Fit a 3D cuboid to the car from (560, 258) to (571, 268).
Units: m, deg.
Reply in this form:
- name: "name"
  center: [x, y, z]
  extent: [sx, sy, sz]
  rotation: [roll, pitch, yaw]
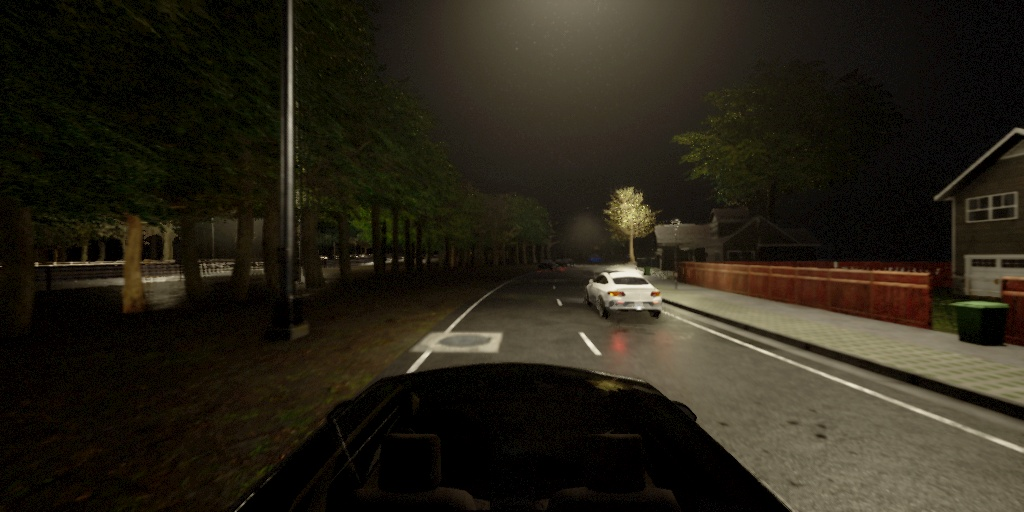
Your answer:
- name: "car"
  center: [7.793, 1.185, 57.816]
  extent: [1.812, 1.442, 4.674]
  rotation: [0, 0, 19]

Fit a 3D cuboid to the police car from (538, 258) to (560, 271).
- name: "police car"
  center: [4.816, 1.119, 48.432]
  extent: [1.930, 1.638, 5.238]
  rotation: [0, 0, 16]

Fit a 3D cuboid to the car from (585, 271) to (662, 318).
- name: "car"
  center: [3.833, 1.274, 12.846]
  extent: [1.812, 1.442, 4.674]
  rotation: [0, 0, 2]

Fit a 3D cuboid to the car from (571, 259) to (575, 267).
- name: "car"
  center: [9.887, 1.144, 63.409]
  extent: [1.837, 1.490, 4.892]
  rotation: [0, 0, 22]
